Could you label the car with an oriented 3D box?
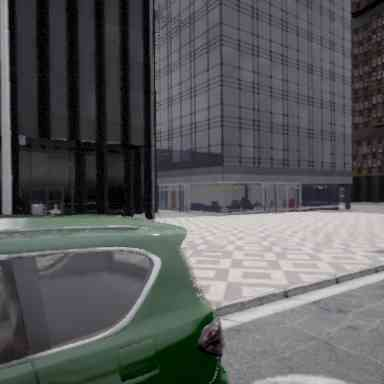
[{"bbox_3d":[-2.321,1.219,1.724,5.566,2.045,2.150,0,0,-35],"label":"car"}]
